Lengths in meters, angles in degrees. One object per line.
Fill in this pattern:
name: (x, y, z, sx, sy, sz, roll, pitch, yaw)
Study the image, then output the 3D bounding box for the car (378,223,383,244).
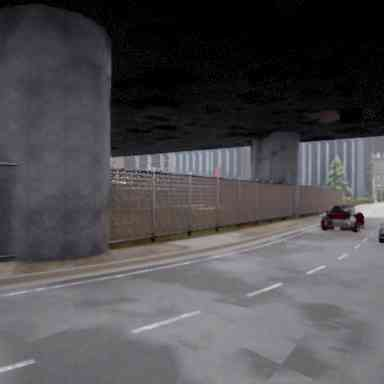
car: (10.655, 1.795, 16.722, 2.033, 1.411, 5.357, 0, -1, 35)

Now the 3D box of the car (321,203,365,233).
car: (10.031, 1.641, 21.967, 2.097, 1.767, 4.553, 0, 0, 34)
